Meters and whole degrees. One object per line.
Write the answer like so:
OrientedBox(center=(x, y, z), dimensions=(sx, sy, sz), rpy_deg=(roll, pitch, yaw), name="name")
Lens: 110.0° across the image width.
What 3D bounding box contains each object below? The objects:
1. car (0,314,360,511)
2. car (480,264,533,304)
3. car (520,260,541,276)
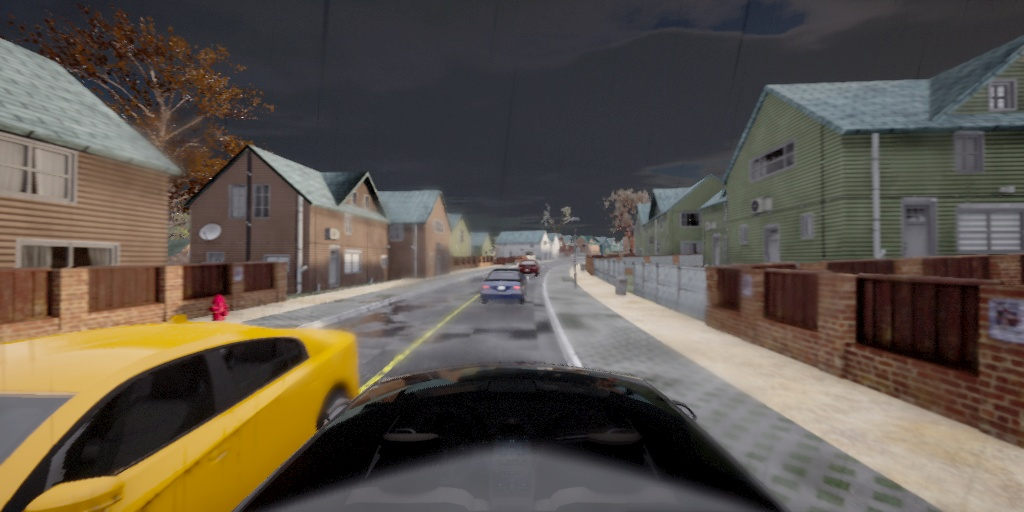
OrientedBox(center=(-2.557, 1.222, 1.953), dimensions=(1.882, 1.535, 5.008), rpy_deg=(0, 0, -2), name="car")
OrientedBox(center=(-0.241, 1.267, 16.242), dimensions=(2.033, 1.411, 5.357), rpy_deg=(0, 0, 4), name="car")
OrientedBox(center=(1.699, 1.103, 34.583), dimensions=(1.882, 1.535, 5.008), rpy_deg=(0, 0, 8), name="car")
